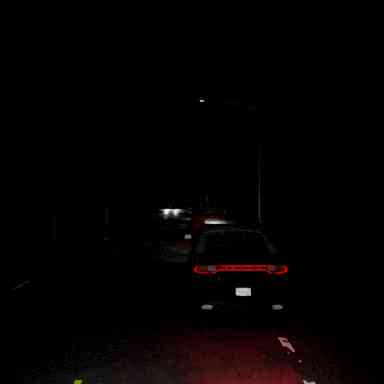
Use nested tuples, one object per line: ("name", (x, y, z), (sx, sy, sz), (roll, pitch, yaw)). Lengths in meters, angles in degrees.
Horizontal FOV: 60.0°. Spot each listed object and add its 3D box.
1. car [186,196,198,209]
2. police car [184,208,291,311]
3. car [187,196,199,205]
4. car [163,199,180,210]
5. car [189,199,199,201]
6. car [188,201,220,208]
("car", (0.126, 1.444, 45.640), (1.882, 1.535, 5.008), (0, 0, 1))
("police car", (0.843, 1.420, 8.007), (1.930, 1.638, 5.238), (0, 0, 0))
("car", (0.141, 1.451, 58.938), (2.033, 1.411, 5.357), (0, 1, 0))
("car", (-2.646, 1.535, 43.067), (1.994, 1.385, 4.181), (0, 0, 0))
("car", (0.881, 1.490, 23.901), (1.837, 1.490, 4.892), (0, 0, 0))
("car", (0.867, 1.467, 17.900), (1.882, 1.535, 5.008), (0, 0, 0))
